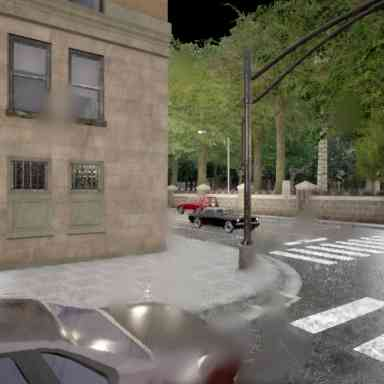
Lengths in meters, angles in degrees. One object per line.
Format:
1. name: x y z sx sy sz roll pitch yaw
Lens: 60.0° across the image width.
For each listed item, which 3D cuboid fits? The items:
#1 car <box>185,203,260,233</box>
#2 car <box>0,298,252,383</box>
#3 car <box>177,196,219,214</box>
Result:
1. car: 1.816 1.586 19.855 1.895 1.301 4.718 0 0 -35
2. car: -2.009 1.547 1.947 5.357 1.411 2.033 0 0 -35
3. car: 0.571 1.285 31.798 2.192 1.841 5.009 0 0 -35
